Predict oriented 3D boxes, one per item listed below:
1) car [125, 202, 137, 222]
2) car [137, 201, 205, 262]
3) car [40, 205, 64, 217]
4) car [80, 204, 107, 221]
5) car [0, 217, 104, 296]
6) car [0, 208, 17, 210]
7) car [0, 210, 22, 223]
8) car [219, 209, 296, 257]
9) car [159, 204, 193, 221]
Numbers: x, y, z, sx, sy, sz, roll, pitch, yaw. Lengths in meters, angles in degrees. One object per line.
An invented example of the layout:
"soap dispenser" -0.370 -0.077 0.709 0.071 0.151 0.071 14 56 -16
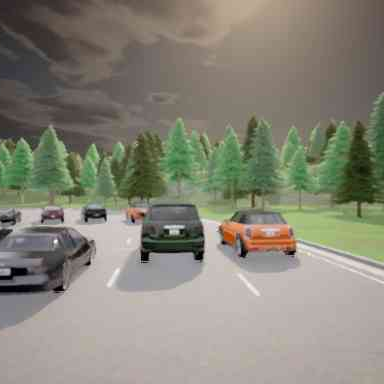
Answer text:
"car" -4.690 1.679 29.690 2.097 1.767 4.553 0 -1 -19
"car" -0.869 1.362 12.948 2.150 2.045 5.566 0 -1 -7
"car" -12.405 1.861 29.506 1.812 1.442 4.674 0 -1 -25
"car" -9.120 1.821 30.649 1.882 1.535 5.008 1 -1 -24
"car" -3.971 1.652 9.075 2.033 1.411 5.357 0 -1 -5
"car" -14.779 1.907 26.410 1.895 1.301 4.718 0 -1 -21
"car" -7.728 1.610 11.169 1.882 1.535 5.008 0 0 -6
"car" 2.492 1.498 13.786 2.097 1.767 4.553 0 -1 -7
"car" -1.627 1.868 31.502 1.812 1.442 4.674 0 -1 -21
